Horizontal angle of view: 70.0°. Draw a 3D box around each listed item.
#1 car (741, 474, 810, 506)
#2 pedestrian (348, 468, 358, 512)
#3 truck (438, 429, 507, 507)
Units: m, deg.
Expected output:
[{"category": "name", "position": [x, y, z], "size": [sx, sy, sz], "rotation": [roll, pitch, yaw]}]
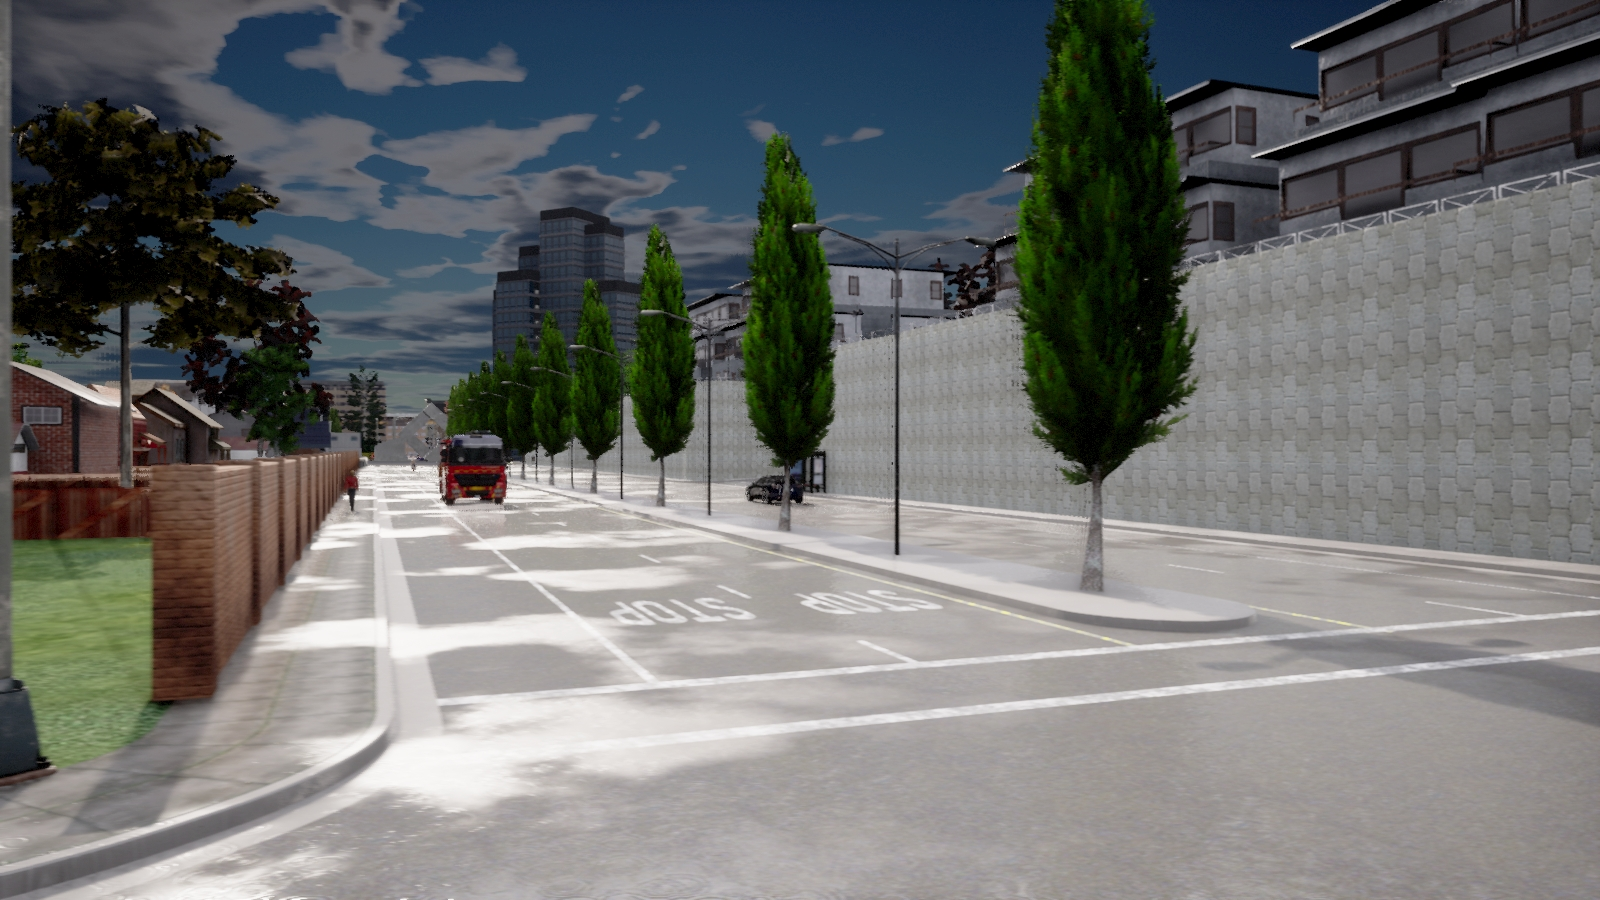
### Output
[{"category": "car", "position": [-1.334, 2.067, 60.364], "size": [2.163, 1.488, 4.792], "rotation": [0, 0, -21]}, {"category": "pedestrian", "position": [-19.153, 1.696, 48.930], "size": [0.375, 1.860, 0.375], "rotation": [0, 0, -21]}, {"category": "truck", "position": [-17.568, 0.892, 60.912], "size": [2.891, 3.827, 8.468], "rotation": [0, 0, -21]}]
